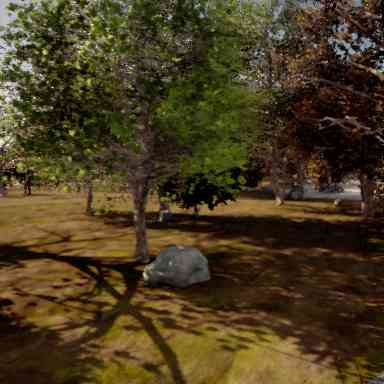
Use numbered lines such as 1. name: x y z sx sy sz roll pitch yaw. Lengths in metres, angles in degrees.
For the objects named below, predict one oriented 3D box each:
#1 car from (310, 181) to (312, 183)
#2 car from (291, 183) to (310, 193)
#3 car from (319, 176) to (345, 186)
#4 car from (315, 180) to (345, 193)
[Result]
1. car: 25.325 -2.033 66.291 4.718 1.301 1.895 -7 4 -37
2. car: 16.702 -0.665 52.114 1.994 1.385 4.181 -4 3 9
3. car: 26.703 -2.028 63.291 5.357 1.411 2.033 -7 4 -37
4. car: 19.673 -0.676 47.005 1.837 1.490 4.892 -5 3 -3
